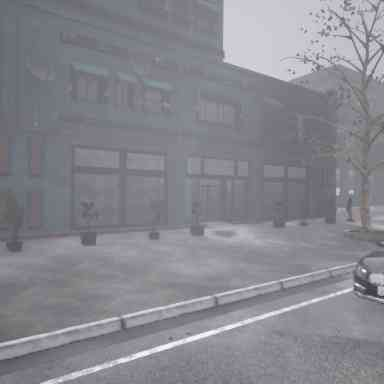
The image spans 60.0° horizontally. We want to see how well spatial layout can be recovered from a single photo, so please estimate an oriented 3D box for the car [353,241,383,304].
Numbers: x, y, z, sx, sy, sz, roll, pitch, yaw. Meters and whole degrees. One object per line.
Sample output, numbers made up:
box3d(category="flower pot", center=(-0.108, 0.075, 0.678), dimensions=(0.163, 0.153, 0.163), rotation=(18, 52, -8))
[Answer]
box3d(category="car", center=(5.461, 1.523, 7.293), dimensions=(4.902, 1.511, 2.128), rotation=(0, 0, -36))
